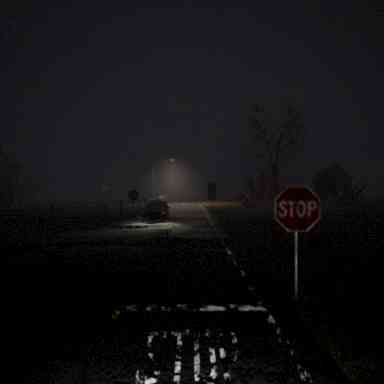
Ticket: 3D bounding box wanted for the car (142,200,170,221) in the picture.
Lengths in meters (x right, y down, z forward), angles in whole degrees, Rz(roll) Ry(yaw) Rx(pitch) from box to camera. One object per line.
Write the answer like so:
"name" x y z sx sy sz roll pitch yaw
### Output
"car" -2.776 1.424 26.456 1.882 1.535 5.008 0 2 0
